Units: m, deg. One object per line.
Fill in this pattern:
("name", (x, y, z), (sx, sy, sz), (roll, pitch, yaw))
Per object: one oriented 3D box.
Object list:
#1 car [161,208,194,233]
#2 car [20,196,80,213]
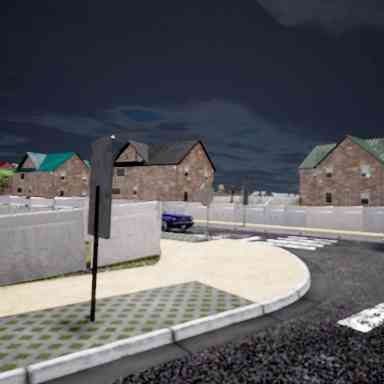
("car", (-2.196, 1.446, 18.343), (4.718, 1.301, 1.895), (1, -2, 36))
("car", (-10.814, 1.085, 24.628), (4.553, 1.767, 2.097), (1, -2, 36))
